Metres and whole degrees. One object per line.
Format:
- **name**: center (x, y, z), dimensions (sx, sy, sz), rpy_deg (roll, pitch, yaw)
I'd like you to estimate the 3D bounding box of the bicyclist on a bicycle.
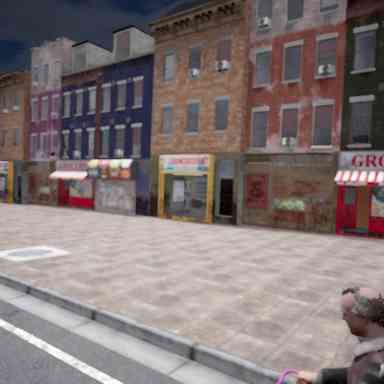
- **bicyclist on a bicycle**: center (0.701, 1.366, 1.833), dimensions (1.843, 1.776, 0.659), rpy_deg (3, 2, 36)
